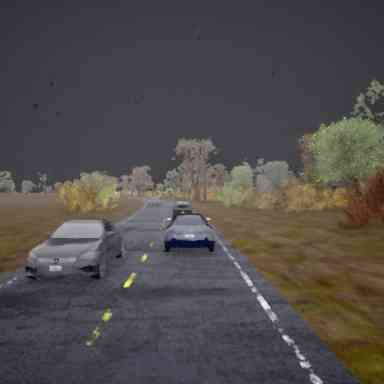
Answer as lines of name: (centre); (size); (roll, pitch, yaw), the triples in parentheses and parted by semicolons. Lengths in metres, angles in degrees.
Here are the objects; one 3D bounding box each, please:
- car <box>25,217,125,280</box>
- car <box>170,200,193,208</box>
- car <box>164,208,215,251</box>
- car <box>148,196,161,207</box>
car: (-3.238, 1.537, 10.109); (1.812, 1.442, 4.674); (0, 0, -1)
car: (-0.949, 1.543, 31.455); (1.837, 1.490, 4.892); (0, 0, -4)
car: (-0.143, 1.579, 14.184); (1.994, 1.385, 4.181); (0, 0, -2)
car: (-6.063, 1.430, 53.810); (2.097, 1.767, 4.553); (0, 0, -6)
